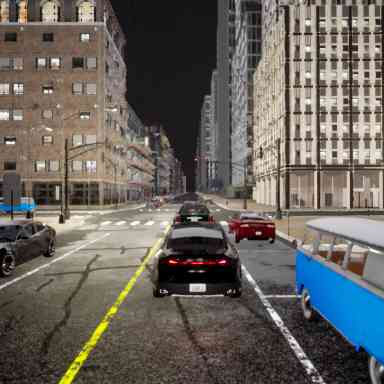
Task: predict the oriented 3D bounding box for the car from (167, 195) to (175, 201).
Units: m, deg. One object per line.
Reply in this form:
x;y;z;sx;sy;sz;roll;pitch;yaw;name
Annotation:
-5.604;1.475;87.629;1.752;1.417;4.829;1;0;0;car

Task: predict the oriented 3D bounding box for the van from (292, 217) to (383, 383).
2.705;1.342;4.632;1.690;1.788;3.998;1;0;0;van

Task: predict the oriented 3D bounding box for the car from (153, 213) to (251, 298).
0.108;1.506;8.515;1.837;1.490;4.892;0;0;0;car

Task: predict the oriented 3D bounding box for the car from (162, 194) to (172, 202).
-5.612;1.402;76.495;1.967;1.590;4.097;1;0;0;car

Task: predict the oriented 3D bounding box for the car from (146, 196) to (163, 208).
-5.640;1.573;48.237;1.802;1.307;4.206;1;0;0;car

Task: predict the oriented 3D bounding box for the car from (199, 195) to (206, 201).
2.777;1.475;87.960;1.752;1.417;4.829;1;0;0;car

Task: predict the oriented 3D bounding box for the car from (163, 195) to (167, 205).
-5.632;1.426;53.890;1.967;1.590;4.097;1;0;0;car

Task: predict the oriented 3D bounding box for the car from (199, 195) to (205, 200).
2.780;1.524;93.441;1.802;1.307;4.206;1;0;0;car

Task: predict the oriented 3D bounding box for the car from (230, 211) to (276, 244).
2.713;1.545;15.786;1.887;1.381;4.507;1;0;0;car

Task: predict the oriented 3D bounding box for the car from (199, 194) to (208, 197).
2.751;1.531;59.532;2.008;1.369;4.403;1;0;0;car

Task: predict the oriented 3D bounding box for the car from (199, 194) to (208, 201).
2.773;1.396;82.139;1.967;1.590;4.097;1;0;0;car

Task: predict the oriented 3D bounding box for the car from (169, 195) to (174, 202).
-5.619;1.519;70.843;2.008;1.369;4.403;1;0;0;car

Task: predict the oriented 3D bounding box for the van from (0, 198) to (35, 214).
-19.704;1.525;37.120;3.998;1.788;1.690;0;0;1;van

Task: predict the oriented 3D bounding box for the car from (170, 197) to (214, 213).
0.086;1.352;17.608;2.097;1.767;4.553;0;0;-1;car

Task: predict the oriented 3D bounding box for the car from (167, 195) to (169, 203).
-5.629;1.562;59.541;1.802;1.307;4.206;1;0;0;car

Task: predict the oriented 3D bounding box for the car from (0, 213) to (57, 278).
-5.673;1.567;10.222;1.947;1.339;4.313;1;0;0;car
